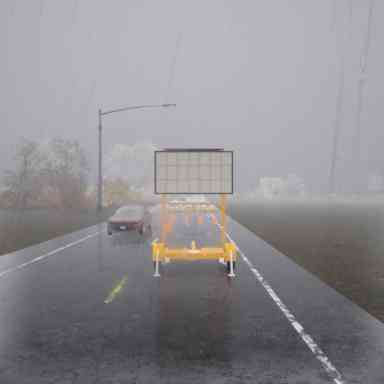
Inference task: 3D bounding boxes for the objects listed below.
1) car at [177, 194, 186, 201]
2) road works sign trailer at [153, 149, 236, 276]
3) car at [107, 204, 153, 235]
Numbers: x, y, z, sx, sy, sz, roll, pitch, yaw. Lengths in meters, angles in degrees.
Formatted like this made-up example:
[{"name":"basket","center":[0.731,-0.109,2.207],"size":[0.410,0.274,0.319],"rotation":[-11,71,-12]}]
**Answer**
[{"name":"car","center":[-2.554,1.414,84.111],"size":[2.097,1.767,4.553],"rotation":[0,0,1]},{"name":"road works sign trailer","center":[0.057,0.469,10.302],"size":[2.380,3.560,2.880],"rotation":[0,0,-1]},{"name":"car","center":[-3.406,1.487,18.942],"size":[1.882,1.535,5.008],"rotation":[0,0,0]}]
